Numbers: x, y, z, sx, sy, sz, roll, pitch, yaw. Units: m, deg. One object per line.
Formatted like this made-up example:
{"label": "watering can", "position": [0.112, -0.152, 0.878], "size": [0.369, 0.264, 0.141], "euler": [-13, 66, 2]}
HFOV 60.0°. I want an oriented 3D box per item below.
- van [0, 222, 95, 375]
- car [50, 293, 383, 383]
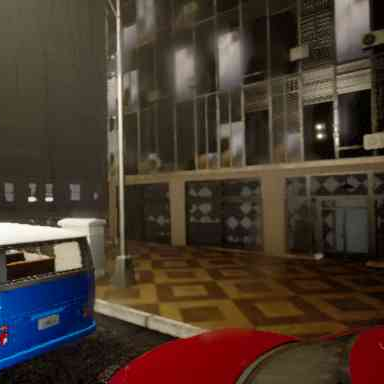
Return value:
{"label": "van", "position": [-3.269, 1.378, 5.190], "size": [3.998, 1.788, 1.690], "euler": [0, -1, 36]}
{"label": "car", "position": [1.367, 1.544, 1.877], "size": [4.507, 1.381, 1.887], "euler": [0, -1, 36]}
